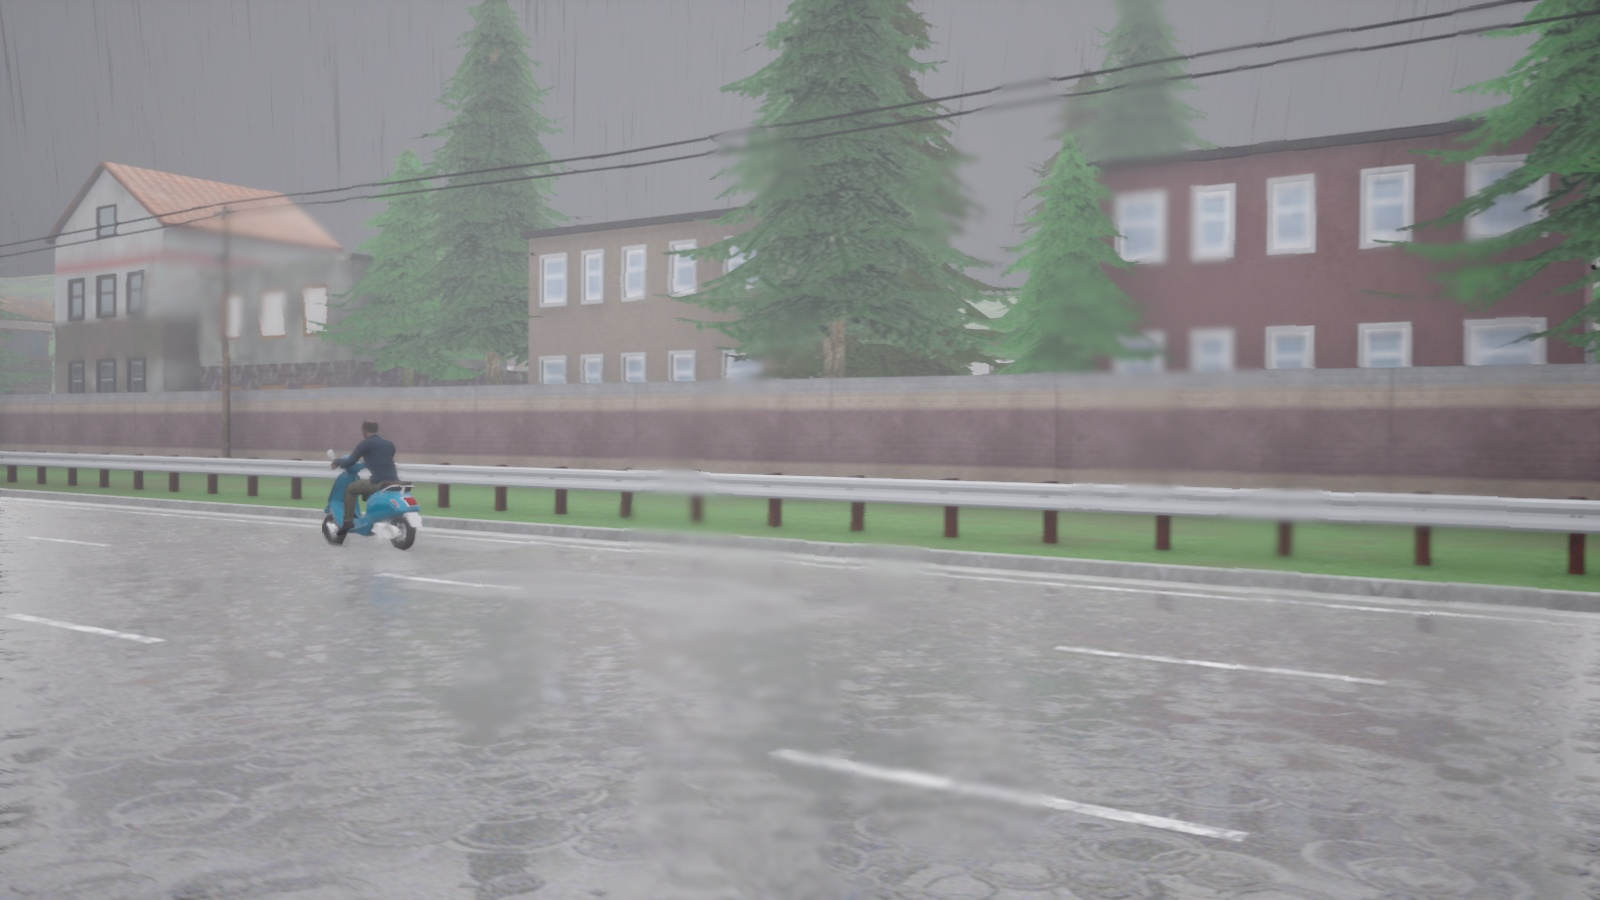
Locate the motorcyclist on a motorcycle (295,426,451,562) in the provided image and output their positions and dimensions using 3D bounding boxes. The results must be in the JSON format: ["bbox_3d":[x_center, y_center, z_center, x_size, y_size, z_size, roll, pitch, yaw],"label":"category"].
[{"bbox_3d":[-5.293,0.526,15.543,1.817,1.590,0.866,-1,0,34],"label":"motorcyclist on a motorcycle"}]
